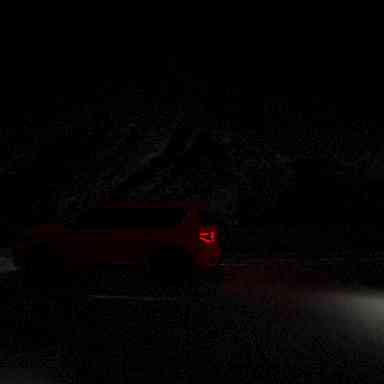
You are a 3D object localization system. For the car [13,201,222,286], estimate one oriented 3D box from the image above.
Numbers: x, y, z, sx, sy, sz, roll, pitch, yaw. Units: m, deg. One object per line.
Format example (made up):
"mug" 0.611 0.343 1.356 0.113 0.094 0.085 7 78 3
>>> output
"car" -1.960 1.280 9.292 5.566 2.045 2.150 0 0 6
